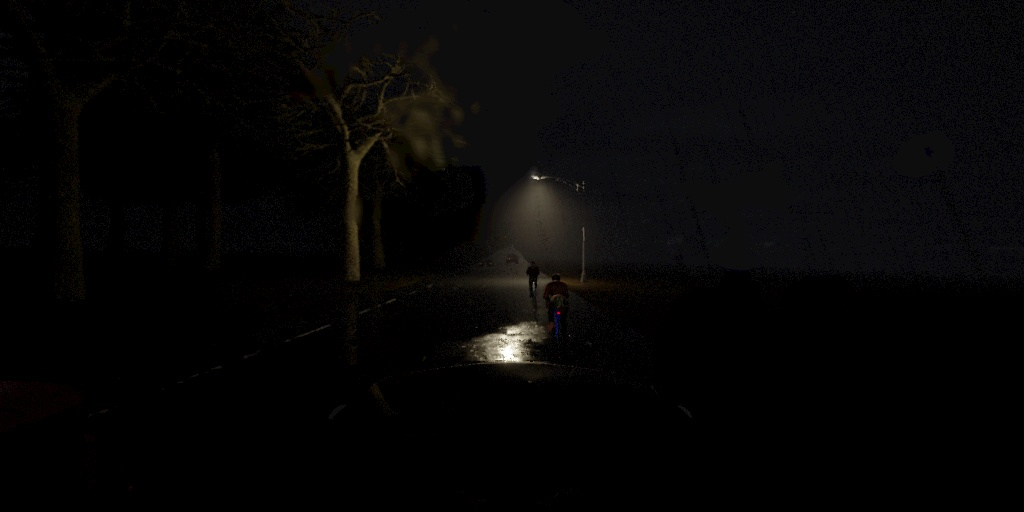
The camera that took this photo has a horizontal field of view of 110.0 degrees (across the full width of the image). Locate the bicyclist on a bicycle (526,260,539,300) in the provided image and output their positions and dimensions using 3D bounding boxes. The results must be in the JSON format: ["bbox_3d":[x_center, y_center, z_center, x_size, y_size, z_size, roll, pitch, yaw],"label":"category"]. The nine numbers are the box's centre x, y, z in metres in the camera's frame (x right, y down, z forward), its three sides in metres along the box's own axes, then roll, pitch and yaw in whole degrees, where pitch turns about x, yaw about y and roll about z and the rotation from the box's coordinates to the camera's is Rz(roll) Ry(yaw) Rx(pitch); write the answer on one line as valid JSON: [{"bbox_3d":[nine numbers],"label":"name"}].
[{"bbox_3d":[0.964,1.080,16.491,0.659,1.776,1.843,0,1,0],"label":"bicyclist on a bicycle"}]

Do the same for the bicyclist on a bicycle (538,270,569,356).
[{"bbox_3d":[0.963,1.195,7.693,0.582,1.620,1.656,0,0,0],"label":"bicyclist on a bicycle"}]

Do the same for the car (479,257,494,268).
[{"bbox_3d":[-3.576,0.918,51.273,2.033,1.411,5.357,0,1,0],"label":"car"}]

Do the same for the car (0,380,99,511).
[{"bbox_3d":[-3.601,1.227,0.131,1.882,1.535,5.008,0,0,0],"label":"car"}]
